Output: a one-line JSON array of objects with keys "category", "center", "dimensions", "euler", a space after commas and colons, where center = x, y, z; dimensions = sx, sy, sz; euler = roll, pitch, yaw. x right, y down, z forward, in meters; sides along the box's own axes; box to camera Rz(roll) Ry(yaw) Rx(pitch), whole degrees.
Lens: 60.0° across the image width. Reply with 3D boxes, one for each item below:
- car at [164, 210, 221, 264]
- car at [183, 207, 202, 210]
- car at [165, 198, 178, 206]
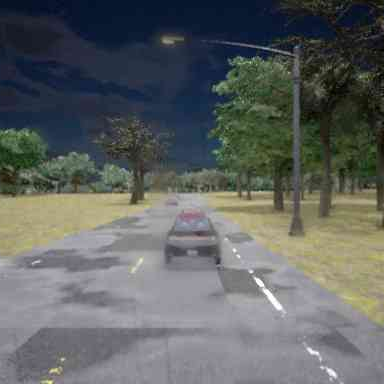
[{"category": "car", "center": [0.043, 1.633, 12.377], "dimensions": [2.128, 1.511, 4.902], "euler": [0, 0, 1]}, {"category": "car", "center": [0.036, 1.843, 26.728], "dimensions": [1.895, 1.301, 4.718], "euler": [0, 0, 1]}, {"category": "car", "center": [-3.551, 1.757, 58.089], "dimensions": [1.994, 1.385, 4.181], "euler": [0, 0, 1]}]
